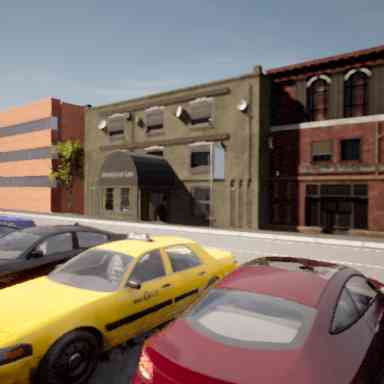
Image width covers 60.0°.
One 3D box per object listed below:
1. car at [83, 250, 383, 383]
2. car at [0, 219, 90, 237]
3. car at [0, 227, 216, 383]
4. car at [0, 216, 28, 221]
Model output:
[{"bbox_3d":[1.300,1.530,4.057,2.002,1.452,4.674,0,0,36],"label":"car"},{"bbox_3d":[-3.280,1.504,7.369,2.097,1.535,5.008,0,0,36],"label":"car"},{"bbox_3d":[-1.099,1.494,5.561,1.946,1.575,5.366,0,0,36],"label":"car"},{"bbox_3d":[-5.578,1.512,9.012,2.097,1.535,5.008,0,0,36],"label":"car"}]
